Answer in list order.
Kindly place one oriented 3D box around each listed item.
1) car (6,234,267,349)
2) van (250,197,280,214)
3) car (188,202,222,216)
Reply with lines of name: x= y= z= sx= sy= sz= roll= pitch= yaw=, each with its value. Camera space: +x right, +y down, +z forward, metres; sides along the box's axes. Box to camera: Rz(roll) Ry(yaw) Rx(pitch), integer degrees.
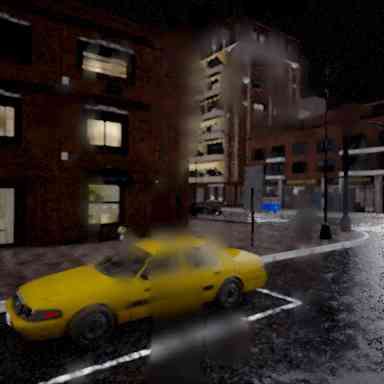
car: x=-0.694 y=1.507 z=6.217 sx=4.829 sy=1.417 sz=1.752 roll=0 pitch=1 yaw=-35
van: x=7.991 y=1.473 z=37.302 sx=1.690 sy=1.788 sz=3.998 roll=0 pitch=-1 yaw=-35
car: x=1.099 y=1.603 z=32.534 sx=1.947 sy=1.339 sz=4.313 roll=0 pitch=-1 yaw=-35
